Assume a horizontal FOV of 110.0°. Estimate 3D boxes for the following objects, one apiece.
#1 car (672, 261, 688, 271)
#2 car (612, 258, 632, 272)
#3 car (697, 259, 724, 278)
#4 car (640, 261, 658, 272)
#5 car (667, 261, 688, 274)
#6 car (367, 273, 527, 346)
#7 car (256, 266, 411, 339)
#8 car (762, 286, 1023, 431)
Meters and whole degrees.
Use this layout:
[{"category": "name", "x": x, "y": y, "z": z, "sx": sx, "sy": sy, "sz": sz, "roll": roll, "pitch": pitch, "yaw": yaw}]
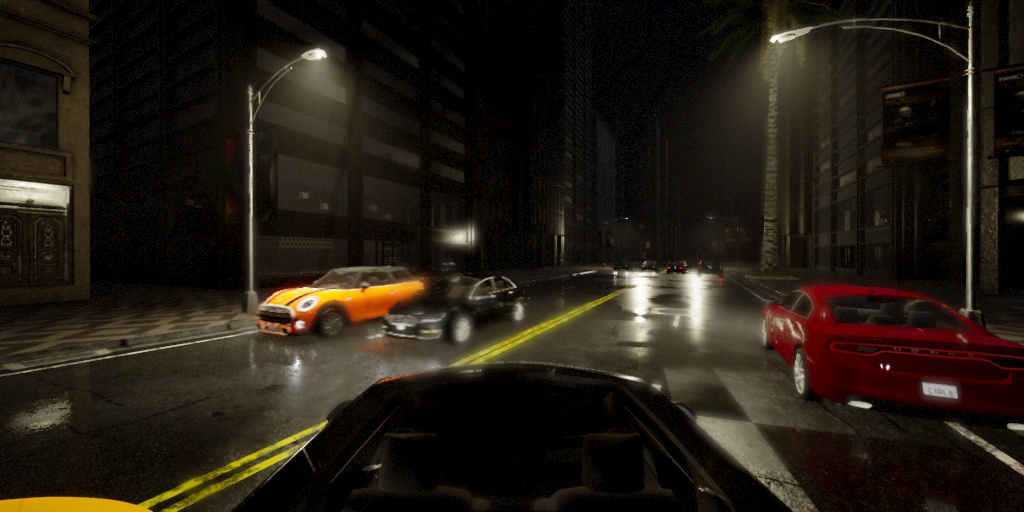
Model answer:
[{"category": "car", "x": 23.559, "y": 1.382, "z": 50.258, "sx": 1.895, "sy": 1.301, "sz": 4.718, "roll": 0, "pitch": 0, "yaw": 27}, {"category": "car", "x": 14.861, "y": 1.300, "z": 47.997, "sx": 1.812, "sy": 1.442, "sz": 4.674, "roll": 0, "pitch": 0, "yaw": 27}, {"category": "car", "x": 19.305, "y": 1.118, "z": 34.939, "sx": 2.097, "sy": 1.767, "sz": 4.553, "roll": 0, "pitch": 0, "yaw": 27}, {"category": "car", "x": 18.259, "y": 1.322, "z": 47.502, "sx": 2.033, "sy": 1.411, "sz": 5.357, "roll": 0, "pitch": 0, "yaw": 27}, {"category": "car", "x": 18.667, "y": 1.318, "z": 40.762, "sx": 2.033, "sy": 1.411, "sz": 5.357, "roll": 0, "pitch": 0, "yaw": 27}, {"category": "car", "x": -1.220, "y": 1.255, "z": 9.691, "sx": 1.837, "sy": 1.490, "sz": 4.892, "roll": 0, "pitch": 0, "yaw": 27}, {"category": "car", "x": -4.561, "y": 1.102, "z": 10.303, "sx": 2.097, "sy": 1.767, "sz": 4.553, "roll": 0, "pitch": 0, "yaw": 27}, {"category": "car", "x": 5.516, "y": 1.228, "z": 5.869, "sx": 1.882, "sy": 1.535, "sz": 5.008, "roll": 0, "pitch": 0, "yaw": 27}]
